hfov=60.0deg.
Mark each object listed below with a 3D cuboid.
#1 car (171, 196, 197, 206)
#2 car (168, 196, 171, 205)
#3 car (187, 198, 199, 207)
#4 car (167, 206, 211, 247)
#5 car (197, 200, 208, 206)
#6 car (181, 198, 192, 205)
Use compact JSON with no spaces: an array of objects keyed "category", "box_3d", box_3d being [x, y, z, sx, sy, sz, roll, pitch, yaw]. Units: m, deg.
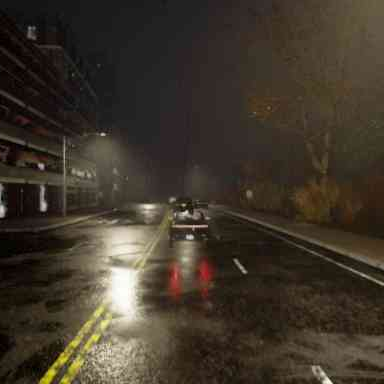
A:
[{"category":"car","box_3d":[-0.983,1.533,36.649,2.150,2.045,5.566,0,0,-3]},{"category":"car","box_3d":[-4.123,1.832,73.682,2.150,2.045,5.566,0,0,-6]},{"category":"car","box_3d":[0.096,2.011,64.750,1.882,1.535,5.008,0,0,-5]},{"category":"car","box_3d":[-0.144,1.629,15.793,2.128,1.511,4.902,0,0,-1]},{"category":"car","box_3d":[1.327,1.916,50.924,2.128,1.511,4.902,0,0,-4]},{"category":"car","box_3d":[-1.341,2.114,78.015,1.882,1.535,5.008,0,0,-7]}]
